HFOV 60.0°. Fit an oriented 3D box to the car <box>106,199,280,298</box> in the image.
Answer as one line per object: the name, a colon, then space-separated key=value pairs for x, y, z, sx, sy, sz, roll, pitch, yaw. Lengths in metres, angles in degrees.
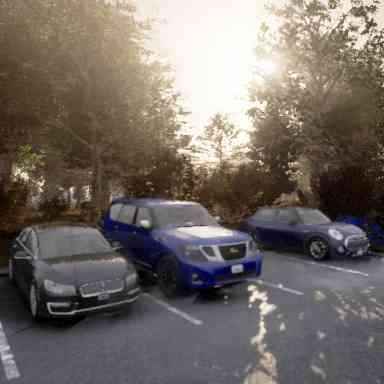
car: x=-0.669 y=1.227 z=9.078 sx=2.435 sy=2.045 sz=5.566 roll=0 pitch=0 yaw=-36

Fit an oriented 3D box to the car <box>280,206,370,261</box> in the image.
car: x=4.057 y=1.339 z=12.405 sx=2.185 sy=1.767 sz=4.553 roll=1 pitch=0 yaw=-36

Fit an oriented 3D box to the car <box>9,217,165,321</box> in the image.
car: x=-2.887 y=1.481 z=7.538 sx=2.231 sy=1.521 sz=4.892 roll=0 pitch=0 yaw=-36
